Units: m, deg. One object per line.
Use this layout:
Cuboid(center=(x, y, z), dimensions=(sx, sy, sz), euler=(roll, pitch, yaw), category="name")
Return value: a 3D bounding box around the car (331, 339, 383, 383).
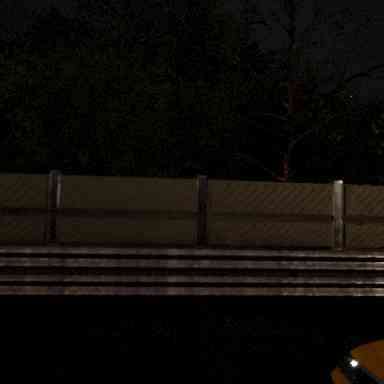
Cuboid(center=(4.093, 1.677, 3.004), dimensions=(5.366, 1.575, 1.801), euler=(2, -2, -5), category="car")
